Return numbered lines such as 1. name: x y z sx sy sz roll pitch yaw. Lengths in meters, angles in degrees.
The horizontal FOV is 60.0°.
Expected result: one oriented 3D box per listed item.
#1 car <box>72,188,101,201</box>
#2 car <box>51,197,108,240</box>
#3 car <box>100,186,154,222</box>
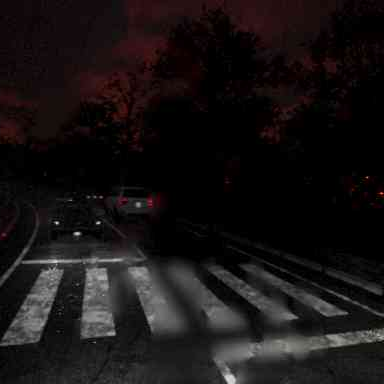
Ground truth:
1. car: -10.017 0.376 31.745 2.033 1.411 5.357 2 2 -33
2. car: -5.026 1.142 14.250 1.895 1.301 4.718 2 1 -22
3. car: -3.994 0.658 20.723 2.150 2.045 5.566 2 1 -23
